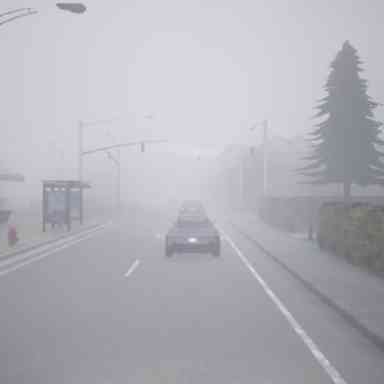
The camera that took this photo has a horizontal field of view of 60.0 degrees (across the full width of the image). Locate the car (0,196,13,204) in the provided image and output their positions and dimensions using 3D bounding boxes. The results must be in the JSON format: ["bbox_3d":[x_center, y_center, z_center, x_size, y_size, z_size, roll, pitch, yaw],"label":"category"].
[{"bbox_3d":[-38.383,1.505,67.196,2.007,1.523,4.514,0,0,0],"label":"car"}]

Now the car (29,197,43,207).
[{"bbox_3d":[-22.591,1.436,49.475,1.970,1.475,3.806,0,0,0],"label":"car"}]

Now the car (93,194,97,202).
[{"bbox_3d":[-22.663,1.287,74.404,1.905,1.878,3.866,0,0,0],"label":"car"}]

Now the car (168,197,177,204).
[{"bbox_3d":[-3.546,1.565,63.344,2.033,1.411,5.357,0,0,0],"label":"car"}]

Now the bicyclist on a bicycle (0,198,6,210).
[{"bbox_3d":[-22.233,1.486,38.870,0.582,1.620,1.656,0,0,0],"label":"bicyclist on a bicycle"}]

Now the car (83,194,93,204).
[{"bbox_3d":[-18.951,1.504,56.536,2.007,1.523,4.514,0,0,0],"label":"car"}]

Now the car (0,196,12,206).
[{"bbox_3d":[-29.007,1.357,49.131,2.152,1.636,5.027,0,0,0],"label":"car"}]

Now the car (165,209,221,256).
[{"bbox_3d":[0.042,1.568,13.092,1.994,1.385,4.181,0,0,1],"label":"car"}]

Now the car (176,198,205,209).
[{"bbox_3d":[0.030,1.447,27.766,2.097,1.767,4.553,0,-3,0],"label":"car"}]
